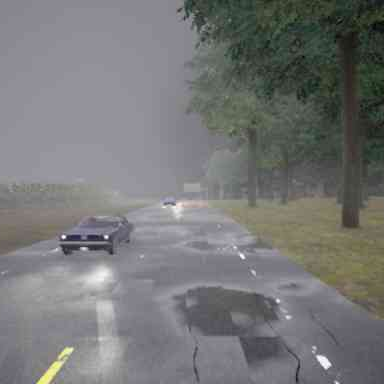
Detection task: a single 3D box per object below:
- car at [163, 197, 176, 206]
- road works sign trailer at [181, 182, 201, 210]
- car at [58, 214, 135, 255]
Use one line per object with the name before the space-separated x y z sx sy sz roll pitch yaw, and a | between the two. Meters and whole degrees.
car | -3.575 1.512 53.836 1.882 1.535 5.008 0 0 0
road works sign trailer | -0.006 0.462 42.794 2.380 3.560 2.880 0 0 1
car | -3.601 1.591 13.334 1.895 1.301 4.718 0 0 0
